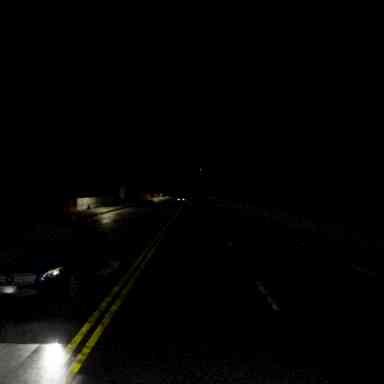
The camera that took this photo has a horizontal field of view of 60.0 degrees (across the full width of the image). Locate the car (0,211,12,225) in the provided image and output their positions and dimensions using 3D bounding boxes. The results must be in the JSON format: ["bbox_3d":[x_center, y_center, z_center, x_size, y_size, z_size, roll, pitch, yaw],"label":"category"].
[{"bbox_3d":[-6.600,1.350,9.027,2.097,1.767,4.553,0,0,0],"label":"car"}]

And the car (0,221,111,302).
[{"bbox_3d":[-3.349,1.524,8.410,1.812,1.442,4.674,0,0,0],"label":"car"}]
